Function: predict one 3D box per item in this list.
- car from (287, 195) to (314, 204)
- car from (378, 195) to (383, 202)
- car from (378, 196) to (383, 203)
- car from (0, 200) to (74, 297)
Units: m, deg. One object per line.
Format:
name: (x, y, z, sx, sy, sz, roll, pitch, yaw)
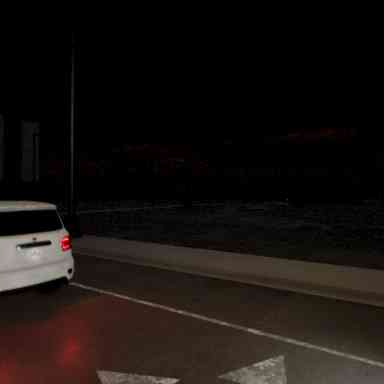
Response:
car: (20.234, 1.411, 62.268, 4.892, 1.490, 1.837, 1, 0, 17)
car: (39.928, 1.369, 67.953, 1.853, 1.218, 4.536, 1, 1, 6)
car: (39.921, 1.527, 67.903, 2.038, 1.542, 4.974, 1, 1, 6)
car: (-5.040, 1.217, 7.582, 5.566, 2.045, 2.150, 0, 0, 35)
